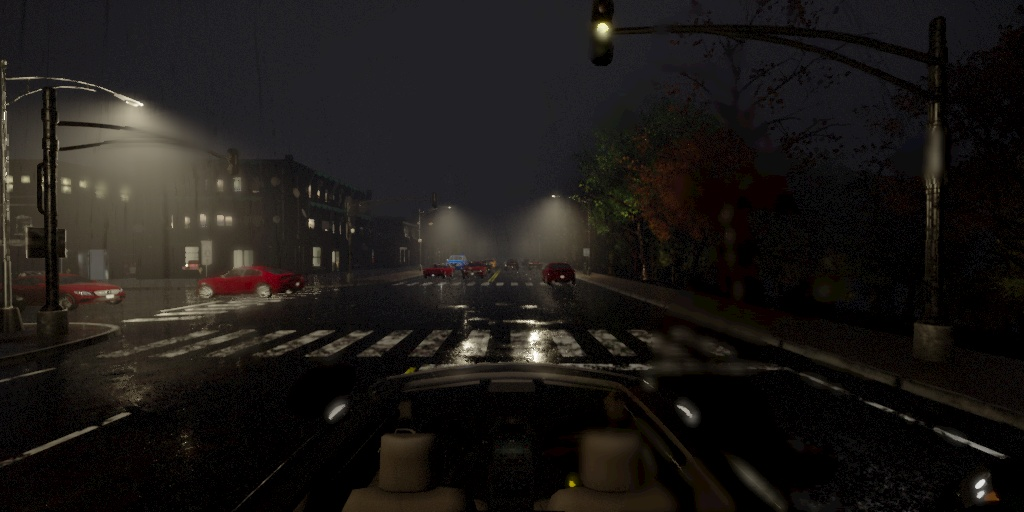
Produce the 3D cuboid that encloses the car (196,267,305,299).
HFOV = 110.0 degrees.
[{"bbox_3d":[-13.306,1.325,18.326,5.008,1.535,1.882,-1,0,5],"label":"car"}]

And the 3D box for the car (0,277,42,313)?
[{"bbox_3d":[-19.971,1.563,12.541,4.313,1.339,1.948,0,0,0],"label":"car"}]

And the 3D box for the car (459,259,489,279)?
[{"bbox_3d":[-3.412,1.261,33.107,1.812,1.442,4.674,0,0,0],"label":"car"}]

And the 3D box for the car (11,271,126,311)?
[{"bbox_3d":[-19.361,1.488,15.241,4.674,1.442,1.812,-1,1,1],"label":"car"}]

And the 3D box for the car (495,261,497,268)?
[{"bbox_3d":[-3.437,1.199,56.160,1.882,1.535,5.008,0,0,1],"label":"car"}]

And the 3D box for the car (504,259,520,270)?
[{"bbox_3d":[-0.012,1.229,51.652,1.837,1.490,4.892,0,0,0],"label":"car"}]

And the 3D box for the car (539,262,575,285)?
[{"bbox_3d":[3.295,1.217,25.950,1.882,1.535,5.008,0,0,0],"label":"car"}]

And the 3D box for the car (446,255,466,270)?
[{"bbox_3d":[-6.671,0.949,43.572,2.150,2.045,5.566,0,0,0],"label":"car"}]

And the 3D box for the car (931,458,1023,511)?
[{"bbox_3d":[3.356,1.314,0.229,1.994,1.385,4.181,0,0,0],"label":"car"}]

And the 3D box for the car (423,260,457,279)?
[{"bbox_3d":[-6.662,1.336,32.887,1.895,1.301,4.718,0,0,2],"label":"car"}]

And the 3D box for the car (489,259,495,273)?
[{"bbox_3d":[-3.425,1.234,43.174,1.837,1.490,4.892,0,0,0],"label":"car"}]

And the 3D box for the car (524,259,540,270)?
[{"bbox_3d":[3.237,1.216,51.390,2.128,1.511,4.902,0,0,0],"label":"car"}]
